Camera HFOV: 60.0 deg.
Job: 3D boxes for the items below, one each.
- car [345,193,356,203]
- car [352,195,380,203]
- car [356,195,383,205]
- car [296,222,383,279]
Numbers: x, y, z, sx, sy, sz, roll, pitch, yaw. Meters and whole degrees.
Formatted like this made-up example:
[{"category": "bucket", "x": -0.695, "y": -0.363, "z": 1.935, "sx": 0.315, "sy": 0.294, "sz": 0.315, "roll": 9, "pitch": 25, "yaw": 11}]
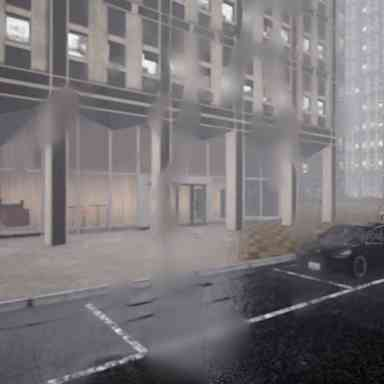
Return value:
[{"category": "car", "x": 25.971, "y": 0.991, "z": 57.735, "sx": 2.192, "sy": 1.841, "sz": 5.009, "roll": 2, "pitch": 0, "yaw": -36}, {"category": "car", "x": 32.739, "y": 1.286, "z": 62.666, "sx": 1.802, "sy": 1.307, "sz": 4.206, "roll": 2, "pitch": 0, "yaw": -36}, {"category": "car", "x": 29.209, "y": 1.365, "z": 53.204, "sx": 1.802, "sy": 1.307, "sz": 4.206, "roll": 2, "pitch": 0, "yaw": -36}, {"category": "car", "x": 5.051, "y": 1.611, "z": 10.162, "sx": 4.313, "sy": 1.339, "sz": 1.947, "roll": 0, "pitch": 0, "yaw": -35}]
